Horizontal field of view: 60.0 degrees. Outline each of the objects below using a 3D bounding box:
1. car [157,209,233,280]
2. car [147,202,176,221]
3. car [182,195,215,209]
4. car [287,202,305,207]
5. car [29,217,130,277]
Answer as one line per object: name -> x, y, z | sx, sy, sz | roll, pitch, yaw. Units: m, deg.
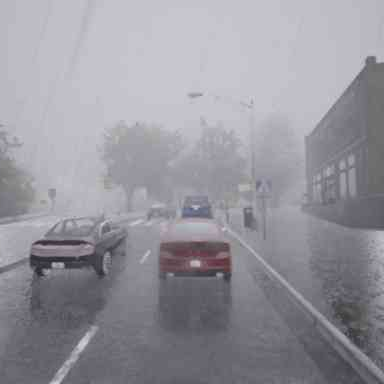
car -> 0.070, 1.513, 10.141 | 1.882, 1.535, 5.008 | 0, 0, 0
car -> -2.468, 1.568, 27.766 | 1.812, 1.442, 4.674 | -1, 0, 7
car -> 0.521, 1.233, 25.836 | 2.150, 2.045, 5.566 | -1, 0, 6
car -> 25.752, 3.170, 82.064 | 1.837, 1.490, 4.892 | 3, -5, -31
car -> -3.182, 1.530, 10.322 | 2.128, 1.511, 4.902 | 0, 0, 0
